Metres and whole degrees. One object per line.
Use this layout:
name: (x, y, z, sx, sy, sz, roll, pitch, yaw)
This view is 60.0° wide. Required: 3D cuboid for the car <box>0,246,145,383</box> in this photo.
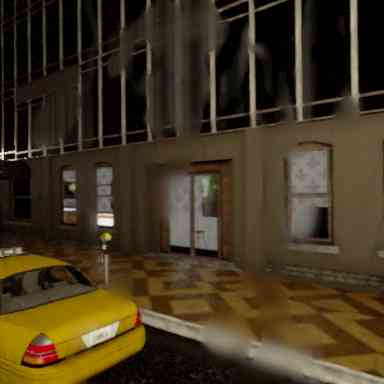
car: (-2.861, 1.491, 4.931, 4.829, 1.417, 1.752, 0, -1, 36)
